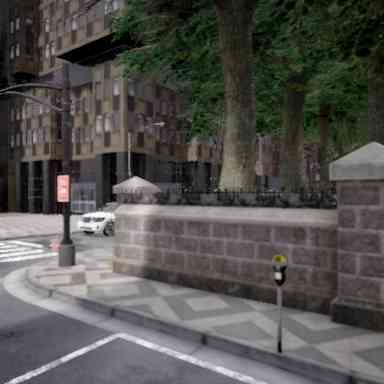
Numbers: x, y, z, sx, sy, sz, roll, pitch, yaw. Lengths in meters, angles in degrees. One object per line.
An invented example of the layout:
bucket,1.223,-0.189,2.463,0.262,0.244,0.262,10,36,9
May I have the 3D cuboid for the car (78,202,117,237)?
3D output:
car,-4.628,1.657,21.622,2.150,2.045,5.566,0,-1,35
